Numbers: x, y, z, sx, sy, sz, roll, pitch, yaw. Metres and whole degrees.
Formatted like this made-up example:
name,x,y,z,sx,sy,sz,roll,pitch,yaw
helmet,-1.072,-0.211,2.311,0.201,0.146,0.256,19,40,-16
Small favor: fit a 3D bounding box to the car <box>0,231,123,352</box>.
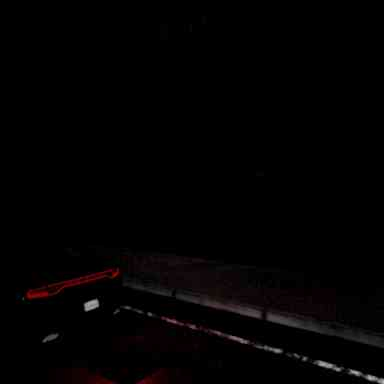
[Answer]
name,x,y,z,sx,sy,sz,roll,pitch,yaw
car,-3.494,1.480,6.189,5.008,1.535,1.882,0,0,34
